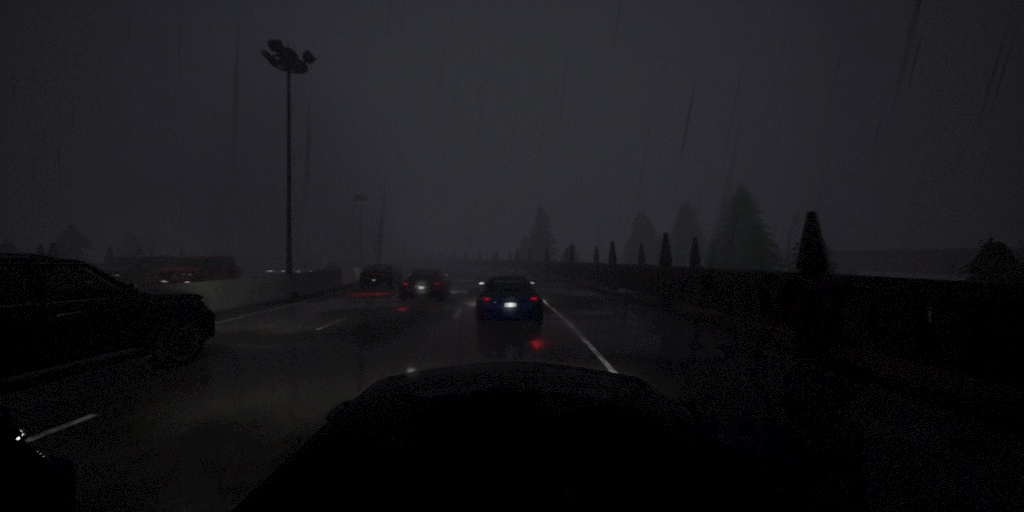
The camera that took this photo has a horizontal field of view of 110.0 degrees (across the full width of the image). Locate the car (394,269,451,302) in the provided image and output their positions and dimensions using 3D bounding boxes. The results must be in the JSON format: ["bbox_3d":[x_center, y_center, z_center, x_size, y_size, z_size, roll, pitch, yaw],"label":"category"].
[{"bbox_3d":[-4.072,1.326,17.276,1.994,1.385,4.181,0,0,-6],"label":"car"}]

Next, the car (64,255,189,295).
[{"bbox_3d":[-22.374,1.003,21.282,2.150,2.045,5.566,0,0,-10],"label":"car"}]

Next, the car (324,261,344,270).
[{"bbox_3d":[-22.844,1.373,46.014,1.837,1.490,4.892,0,-1,-25],"label":"car"}]

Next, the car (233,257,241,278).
[{"bbox_3d":[-18.920,1.000,21.720,2.150,2.045,5.566,0,0,-10],"label":"car"}]

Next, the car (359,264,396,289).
[{"bbox_3d":[-8.372,1.251,23.185,1.882,1.535,5.008,0,0,-9],"label":"car"}]

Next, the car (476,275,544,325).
[{"bbox_3d":[-0.151,1.319,11.860,1.994,1.385,4.181,0,0,-3],"label":"car"}]

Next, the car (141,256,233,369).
[{"bbox_3d":[-6.912,0.973,4.666,2.150,2.045,5.566,0,0,0],"label":"car"}]
